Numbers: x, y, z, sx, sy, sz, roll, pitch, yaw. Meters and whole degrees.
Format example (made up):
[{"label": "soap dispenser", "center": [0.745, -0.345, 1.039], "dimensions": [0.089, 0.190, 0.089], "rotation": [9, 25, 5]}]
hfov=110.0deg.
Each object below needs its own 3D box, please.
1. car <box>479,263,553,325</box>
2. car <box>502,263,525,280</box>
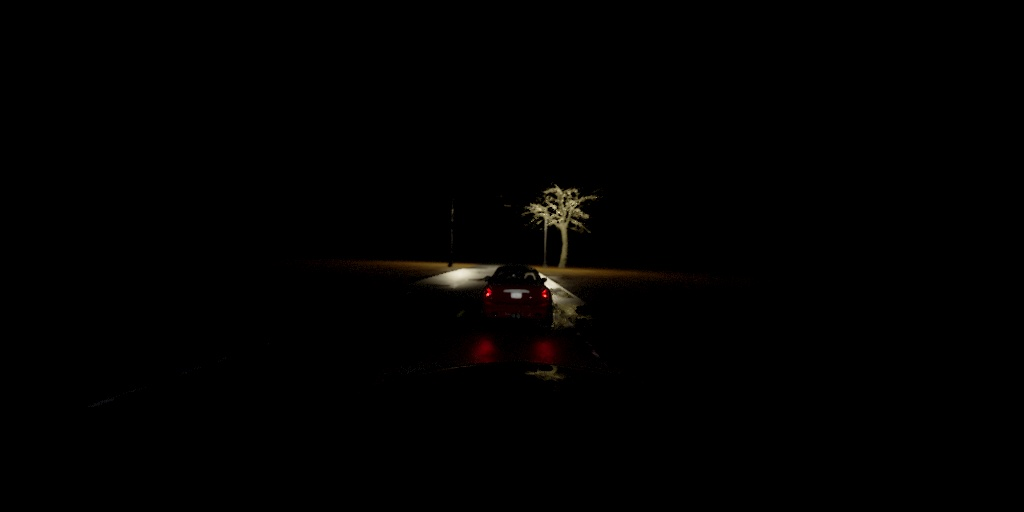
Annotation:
[{"label": "car", "center": [0.131, 1.108, 12.077], "dimensions": [2.097, 1.767, 4.553], "rotation": [1, 0, 0]}, {"label": "car", "center": [0.140, 1.316, 32.591], "dimensions": [1.895, 1.301, 4.718], "rotation": [1, 0, 0]}]
